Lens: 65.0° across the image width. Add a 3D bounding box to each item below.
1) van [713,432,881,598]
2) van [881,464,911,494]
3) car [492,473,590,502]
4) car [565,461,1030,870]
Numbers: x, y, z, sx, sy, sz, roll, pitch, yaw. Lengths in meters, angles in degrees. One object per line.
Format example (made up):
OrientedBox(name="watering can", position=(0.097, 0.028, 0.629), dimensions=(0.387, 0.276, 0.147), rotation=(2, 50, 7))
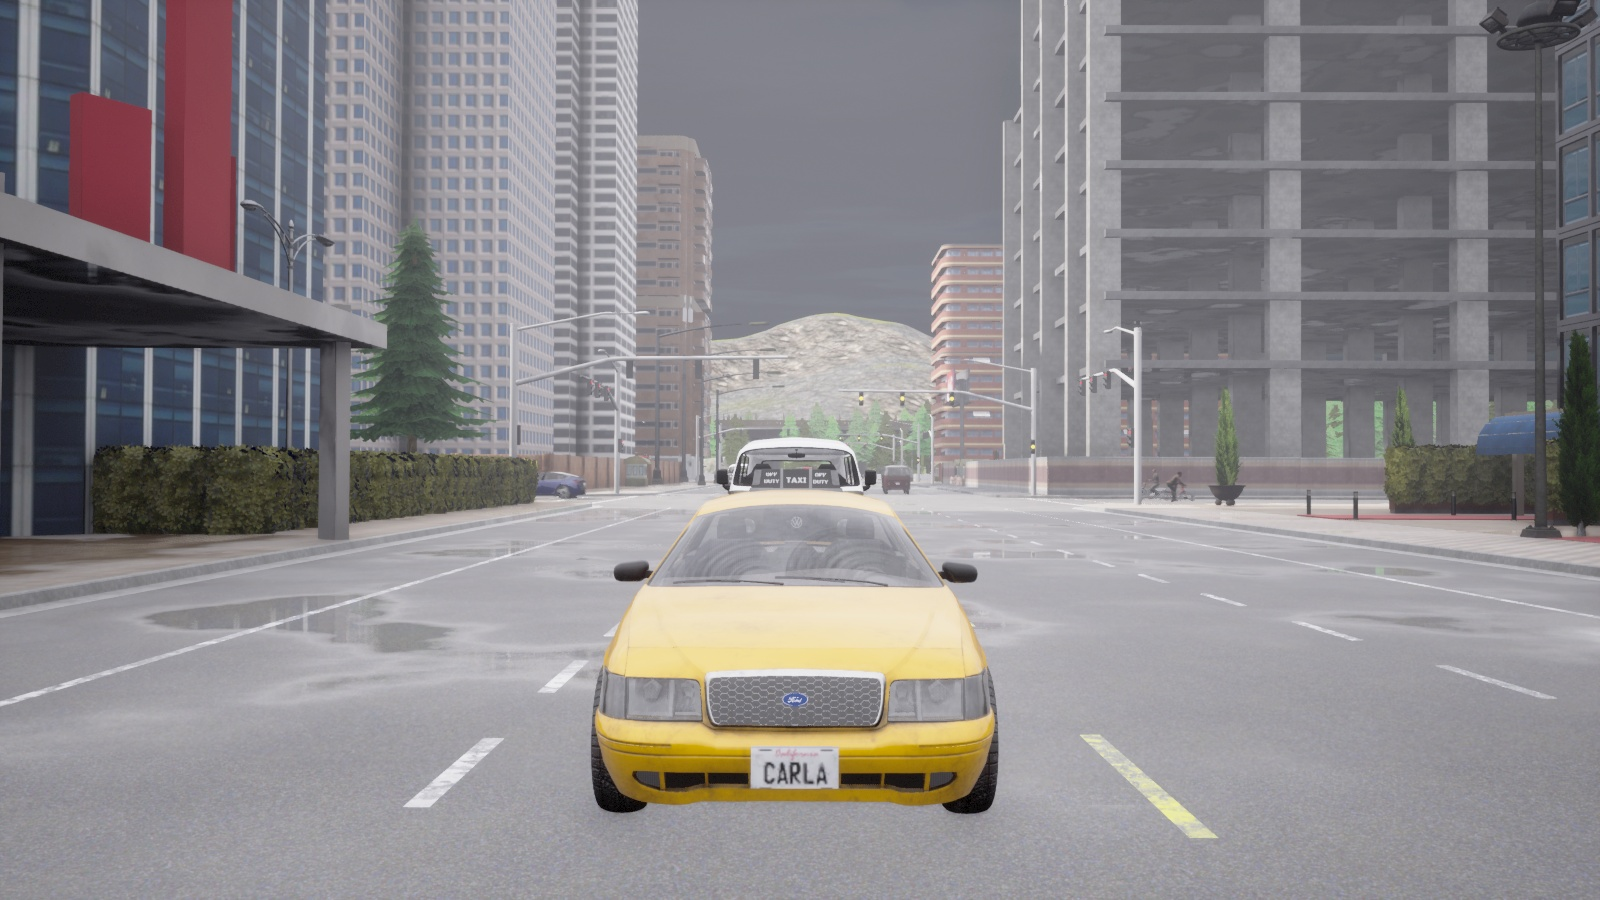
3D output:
OrientedBox(name="van", position=(-0.046, 0.836, 17.761), dimensions=(2.069, 2.038, 4.480), rotation=(0, -1, 0))
OrientedBox(name="van", position=(6.644, 2.000, 87.079), dimensions=(1.775, 1.987, 4.442), rotation=(0, -1, 1))
OrientedBox(name="car", position=(-13.871, 2.000, 67.453), dimensions=(4.792, 1.488, 2.163), rotation=(0, -1, 3))
OrientedBox(name="car", position=(-0.019, 0.880, 7.559), dimensions=(1.801, 1.575, 5.366), rotation=(0, -1, 0))
